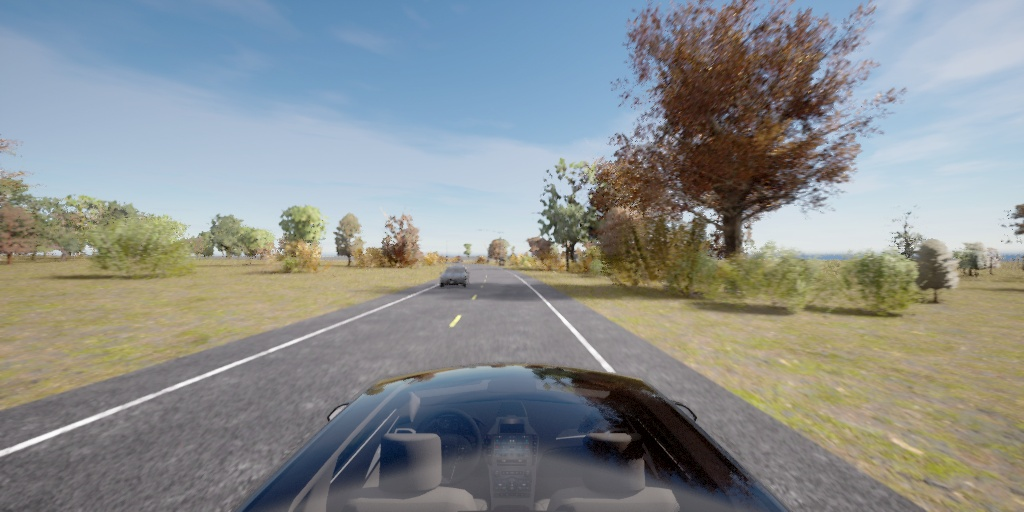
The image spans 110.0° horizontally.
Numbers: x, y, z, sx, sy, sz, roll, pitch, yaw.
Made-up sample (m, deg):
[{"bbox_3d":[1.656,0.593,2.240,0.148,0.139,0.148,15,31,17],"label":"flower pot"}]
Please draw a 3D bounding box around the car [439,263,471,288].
[{"bbox_3d":[-4.058,1.488,25.998,1.837,1.490,4.892,0,-1,-2],"label":"car"}]
